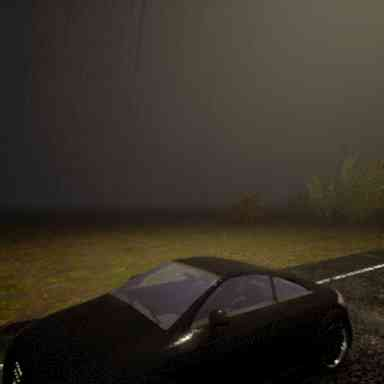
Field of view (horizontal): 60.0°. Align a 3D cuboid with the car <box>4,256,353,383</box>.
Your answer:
[{"bbox_3d":[0.082,1.565,4.050,4.181,1.385,1.994,0,0,-35],"label":"car"}]
